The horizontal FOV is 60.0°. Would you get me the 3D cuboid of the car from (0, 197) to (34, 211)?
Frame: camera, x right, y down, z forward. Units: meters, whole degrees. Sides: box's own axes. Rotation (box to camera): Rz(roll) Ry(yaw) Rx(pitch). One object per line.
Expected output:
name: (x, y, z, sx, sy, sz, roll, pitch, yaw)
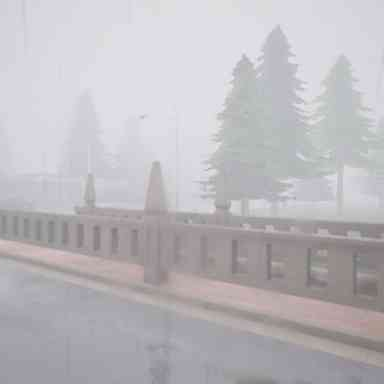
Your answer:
car: (-17.399, 1.245, 31.032, 1.837, 1.490, 4.892, 1, 0, 38)
